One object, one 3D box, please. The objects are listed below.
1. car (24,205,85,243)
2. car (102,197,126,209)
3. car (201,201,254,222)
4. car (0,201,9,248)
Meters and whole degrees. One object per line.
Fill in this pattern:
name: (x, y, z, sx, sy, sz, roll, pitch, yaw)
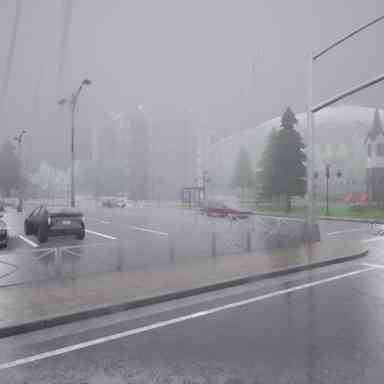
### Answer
car: (-6.372, 1.340, 15.306, 2.007, 1.523, 4.514, 0, 0, -36)
car: (-10.618, 1.492, 44.933, 2.128, 1.511, 4.902, 0, 0, -36)
car: (2.762, 1.477, 26.681, 1.882, 1.535, 5.008, 0, 0, -36)
car: (-8.884, 1.330, 13.426, 2.152, 1.636, 5.027, 0, 0, -36)
